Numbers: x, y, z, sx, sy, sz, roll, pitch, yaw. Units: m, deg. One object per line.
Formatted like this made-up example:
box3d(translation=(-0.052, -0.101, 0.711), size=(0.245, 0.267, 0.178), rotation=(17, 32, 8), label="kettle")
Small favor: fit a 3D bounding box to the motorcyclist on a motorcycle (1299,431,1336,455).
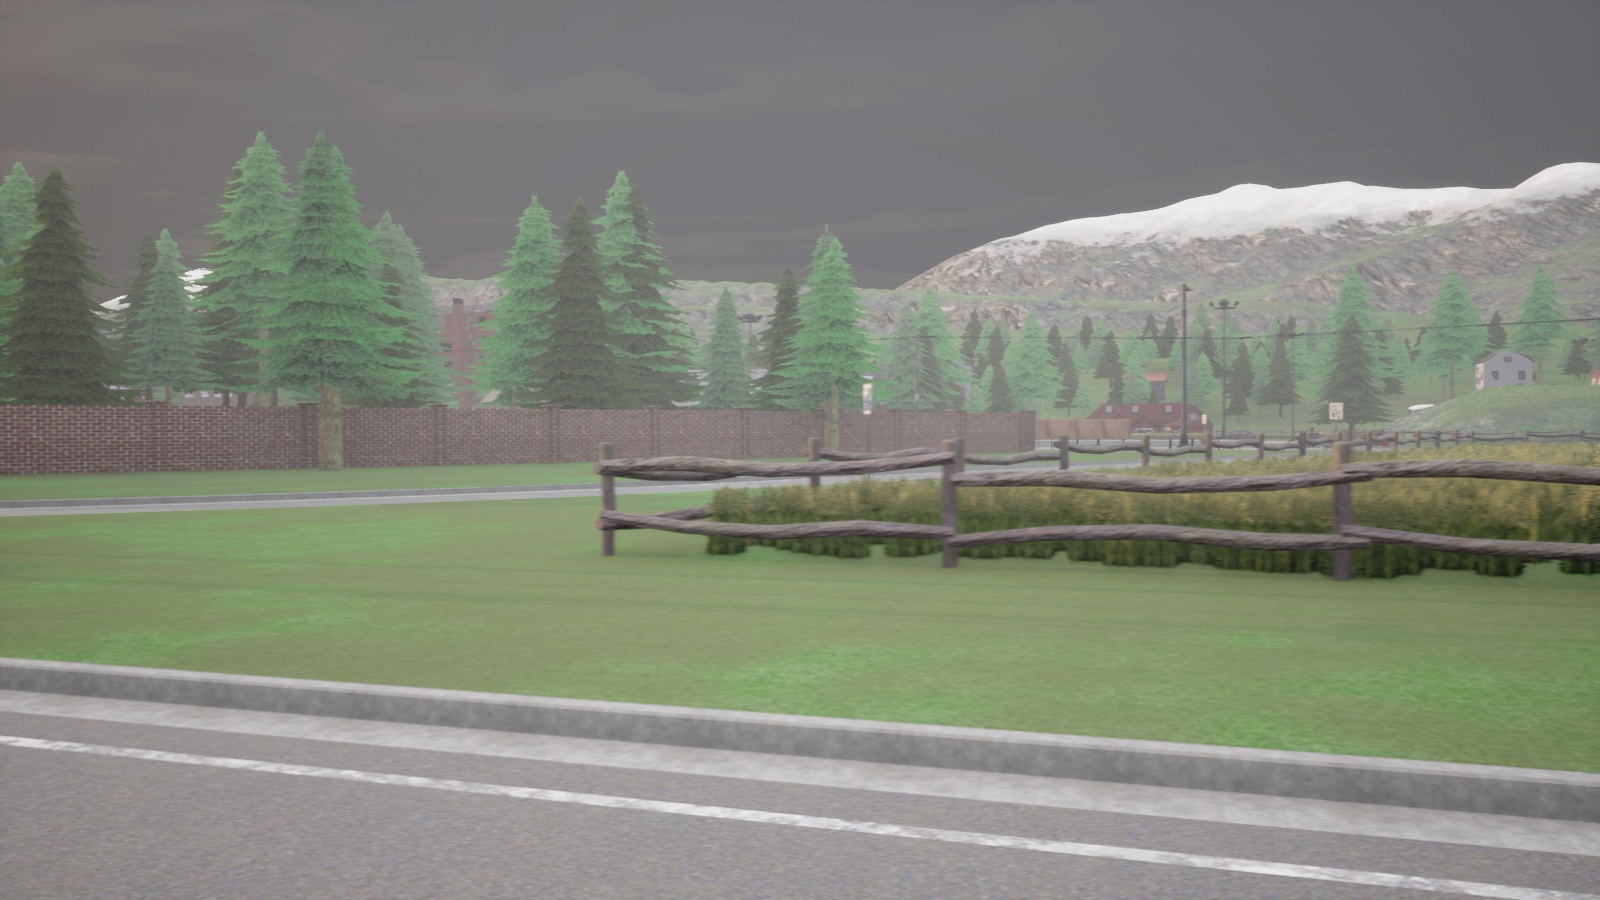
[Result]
box3d(translation=(36.609, -0.508, 88.822), size=(2.350, 1.649, 0.766), rotation=(1, 1, 18), label="motorcyclist on a motorcycle")
